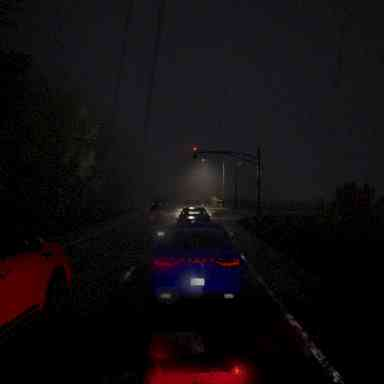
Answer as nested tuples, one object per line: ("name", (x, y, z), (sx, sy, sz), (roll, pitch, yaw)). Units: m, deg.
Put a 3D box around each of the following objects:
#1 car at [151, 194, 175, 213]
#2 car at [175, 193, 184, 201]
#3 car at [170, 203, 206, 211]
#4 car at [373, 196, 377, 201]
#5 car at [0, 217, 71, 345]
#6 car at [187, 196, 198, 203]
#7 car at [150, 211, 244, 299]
("car", (-3.387, 1.360, 37.915), (2.097, 1.767, 4.553), (0, 0, 0))
("car", (-3.472, 1.229, 83.218), (2.150, 2.045, 5.566), (0, 0, 0))
("car", (0.110, 1.553, 18.177), (2.033, 1.411, 5.357), (0, 0, 0))
("car", (19.916, 1.498, 40.730), (5.566, 2.045, 2.150), (1, -1, 0))
("car", (-3.398, 1.222, 4.066), (2.150, 2.045, 5.566), (0, 0, 0))
("car", (0.124, 1.511, 64.271), (1.837, 1.490, 4.892), (0, 0, 0))
("car", (0.103, 1.480, 8.501), (1.882, 1.535, 5.008), (0, 0, 0))
